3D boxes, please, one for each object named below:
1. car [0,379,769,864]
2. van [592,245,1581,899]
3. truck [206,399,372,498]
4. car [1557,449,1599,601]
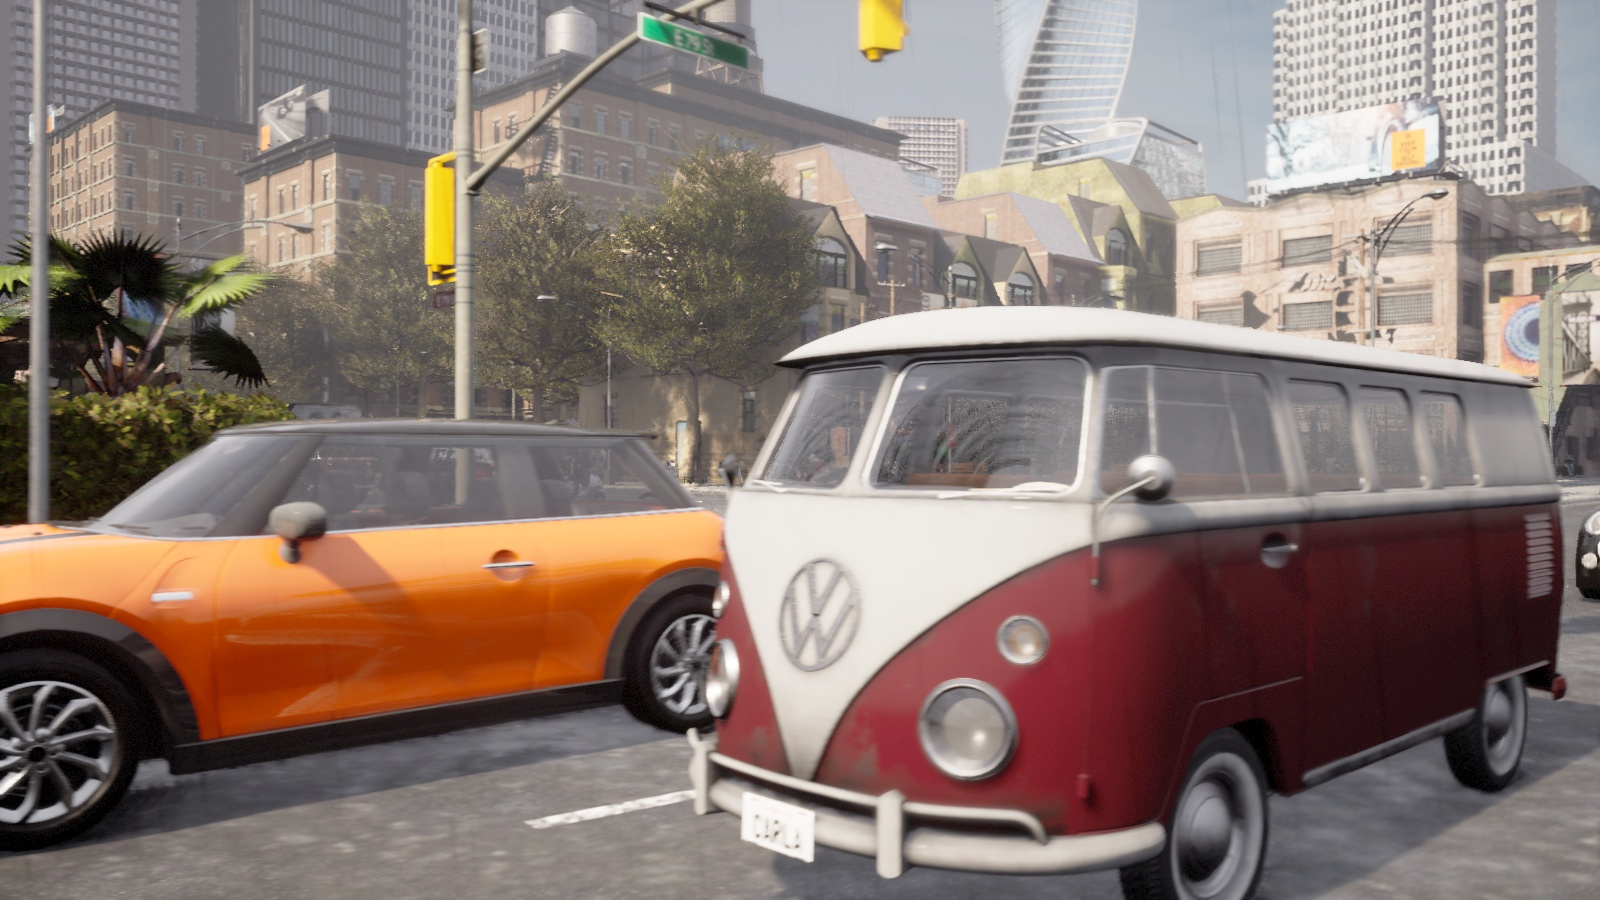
[{"bbox_3d":[-2.581,0.631,6.252,4.553,1.767,2.097,0,0,-41],"label":"car"},{"bbox_3d":[1.519,0.511,5.148,4.442,1.987,1.775,0,0,-43],"label":"van"},{"bbox_3d":[-19.588,-0.030,47.864,7.936,3.462,2.891,0,0,44],"label":"truck"},{"bbox_3d":[9.566,0.728,13.155,1.970,1.475,3.806,0,0,45],"label":"car"}]
